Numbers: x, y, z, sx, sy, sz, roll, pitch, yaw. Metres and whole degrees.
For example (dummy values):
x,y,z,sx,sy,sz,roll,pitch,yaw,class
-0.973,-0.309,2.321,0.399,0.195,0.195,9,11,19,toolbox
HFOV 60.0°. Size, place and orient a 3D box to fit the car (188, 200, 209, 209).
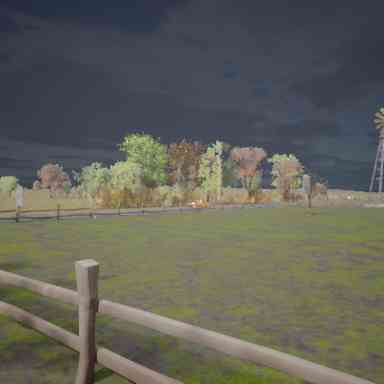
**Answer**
x,y,z,sx,sy,sz,roll,pitch,yaw,class
1.225,2.201,58.995,1.882,1.535,5.008,1,0,36,car
